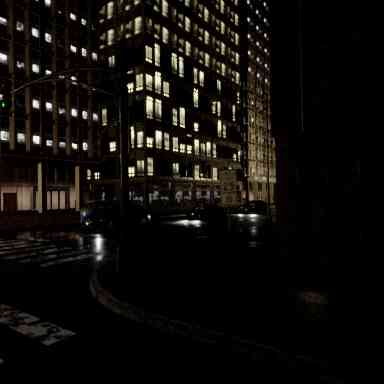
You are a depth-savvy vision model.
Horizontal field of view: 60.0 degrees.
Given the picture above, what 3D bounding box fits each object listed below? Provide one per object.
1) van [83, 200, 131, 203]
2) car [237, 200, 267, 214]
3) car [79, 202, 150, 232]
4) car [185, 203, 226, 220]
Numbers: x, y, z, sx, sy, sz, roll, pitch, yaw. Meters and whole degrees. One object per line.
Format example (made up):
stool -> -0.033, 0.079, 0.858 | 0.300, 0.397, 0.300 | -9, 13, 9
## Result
van -> -5.989, 1.460, 23.505 | 1.690, 1.788, 3.998 | -2, -1, 36
car -> 7.114, 1.632, 37.259 | 1.812, 1.442, 4.674 | -1, -1, 36
car -> -4.647, 1.571, 20.970 | 1.837, 1.490, 4.892 | -1, -1, 33
car -> 1.215, 1.650, 29.072 | 1.994, 1.385, 4.181 | -1, -1, 36
